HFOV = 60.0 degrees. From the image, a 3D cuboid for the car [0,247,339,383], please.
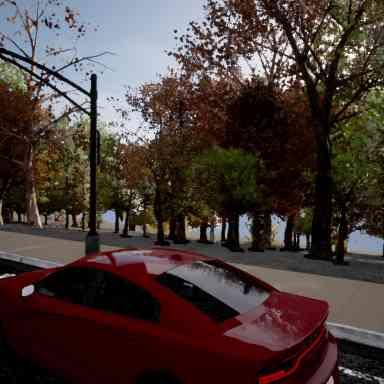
[{"bbox_3d":[-0.849,1.477,4.283,5.008,1.535,1.882,0,0,35],"label":"car"}]
